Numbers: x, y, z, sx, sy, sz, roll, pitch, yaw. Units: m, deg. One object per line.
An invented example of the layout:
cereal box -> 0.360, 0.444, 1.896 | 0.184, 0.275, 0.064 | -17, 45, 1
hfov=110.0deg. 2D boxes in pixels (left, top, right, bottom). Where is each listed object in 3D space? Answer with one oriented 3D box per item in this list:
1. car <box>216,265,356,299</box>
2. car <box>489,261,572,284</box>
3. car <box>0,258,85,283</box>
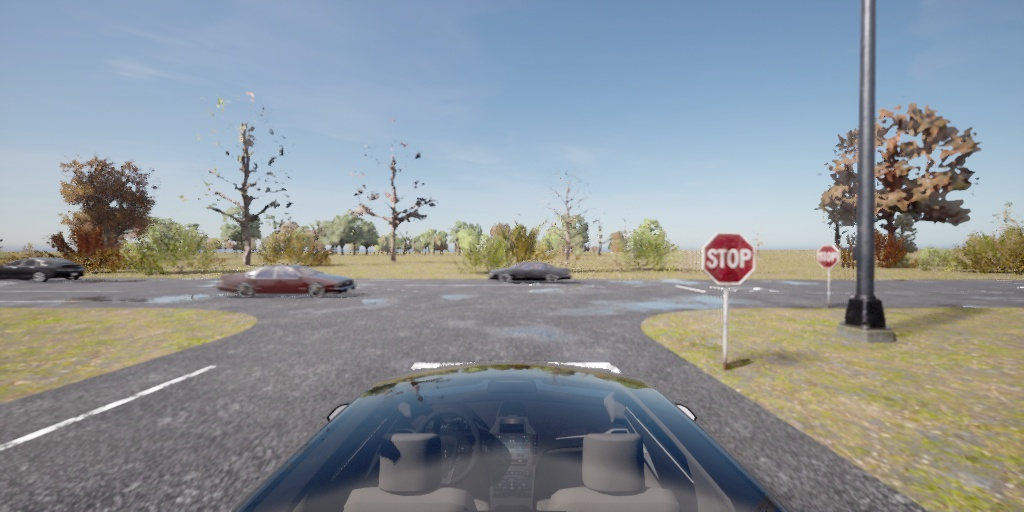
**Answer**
car -> -9.984, 1.106, 16.070 | 5.357, 1.411, 2.033 | 0, 1, -2
car -> 1.178, 1.060, 23.337 | 5.357, 1.411, 2.033 | 0, 1, -1
car -> -29.947, 0.892, 22.484 | 4.892, 1.490, 1.837 | 0, 1, -2
